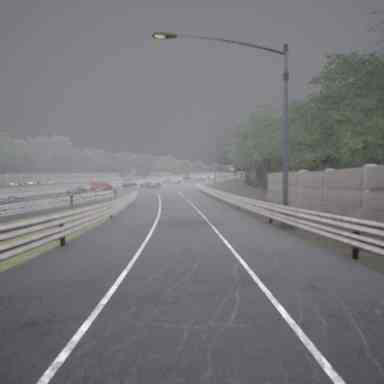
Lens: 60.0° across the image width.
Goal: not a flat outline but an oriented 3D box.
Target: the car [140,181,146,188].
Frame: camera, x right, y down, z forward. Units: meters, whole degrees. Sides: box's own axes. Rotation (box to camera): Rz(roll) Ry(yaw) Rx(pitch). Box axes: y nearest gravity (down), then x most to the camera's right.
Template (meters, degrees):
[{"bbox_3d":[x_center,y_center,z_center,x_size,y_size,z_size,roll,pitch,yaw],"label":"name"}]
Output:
[{"bbox_3d":[-10.741,-1.832,79.445,2.033,1.411,5.357,1,4,13],"label":"car"}]

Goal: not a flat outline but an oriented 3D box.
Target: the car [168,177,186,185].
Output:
[{"bbox_3d":[-4.102,-2.697,92.487,2.033,1.411,5.357,1,4,13],"label":"car"}]

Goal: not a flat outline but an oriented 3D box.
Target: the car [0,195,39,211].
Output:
[{"bbox_3d":[-17.790,1.087,33.853,2.128,1.511,4.902,1,4,13],"label":"car"}]

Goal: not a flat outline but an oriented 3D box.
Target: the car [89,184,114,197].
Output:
[{"bbox_3d":[-13.693,-0.007,51.400,1.994,1.385,4.181,1,4,13],"label":"car"}]

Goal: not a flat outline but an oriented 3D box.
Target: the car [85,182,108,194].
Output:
[{"bbox_3d":[-15.733,-0.772,58.047,2.150,2.045,5.566,1,4,13],"label":"car"}]

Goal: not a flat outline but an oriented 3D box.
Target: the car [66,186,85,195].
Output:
[{"bbox_3d":[-19.605,-0.323,56.877,1.994,1.385,4.181,1,4,13],"label":"car"}]

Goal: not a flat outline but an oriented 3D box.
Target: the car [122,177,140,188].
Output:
[{"bbox_3d":[-14.614,-1.918,78.241,2.097,1.767,4.553,1,4,13],"label":"car"}]

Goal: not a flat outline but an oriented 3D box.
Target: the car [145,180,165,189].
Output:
[{"bbox_3d":[-8.245,-1.535,74.740,1.994,1.385,4.181,1,4,13],"label":"car"}]
